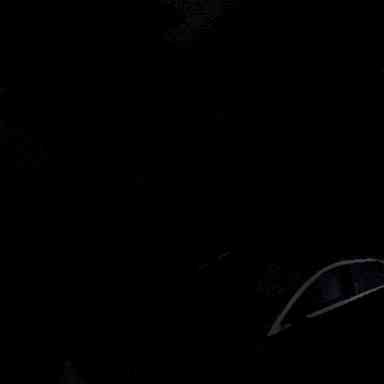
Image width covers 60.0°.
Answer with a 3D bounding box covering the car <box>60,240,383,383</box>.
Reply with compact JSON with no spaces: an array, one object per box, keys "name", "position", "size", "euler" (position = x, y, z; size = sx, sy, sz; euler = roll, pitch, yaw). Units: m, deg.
[{"name":"car","position":[1.043,1.417,3.979],"size":[4.902,1.511,2.128],"euler":[0,2,-35]}]
